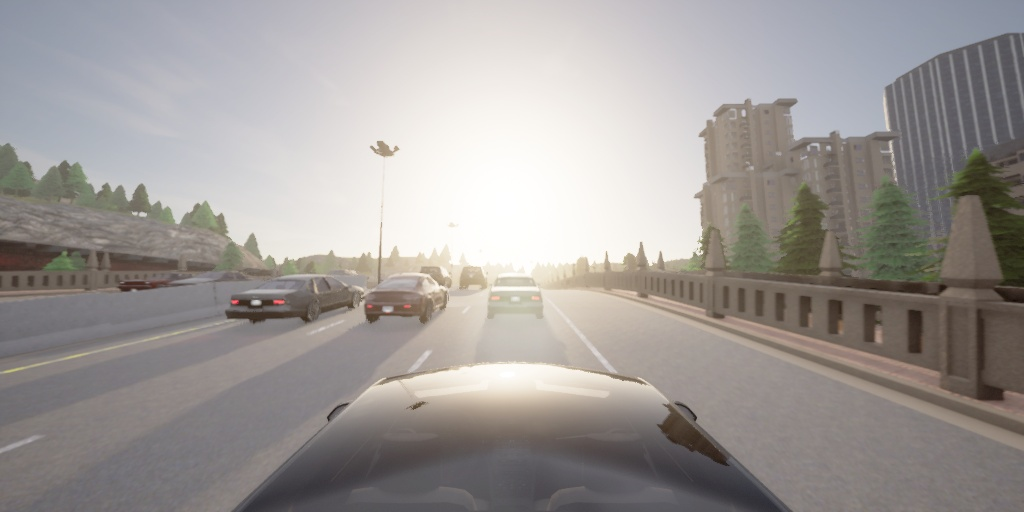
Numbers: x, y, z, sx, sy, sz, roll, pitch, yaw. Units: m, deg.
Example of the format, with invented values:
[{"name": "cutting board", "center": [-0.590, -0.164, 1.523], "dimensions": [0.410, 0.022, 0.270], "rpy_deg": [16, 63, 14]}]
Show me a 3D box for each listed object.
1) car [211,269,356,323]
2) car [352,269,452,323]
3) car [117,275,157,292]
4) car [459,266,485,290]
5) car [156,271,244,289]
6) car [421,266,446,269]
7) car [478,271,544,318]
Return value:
[{"name": "car", "center": [-6.898, 1.336, 12.178], "dimensions": [2.033, 1.411, 5.357], "rpy_deg": [0, -1, 0]}, {"name": "car", "center": [-3.412, 1.314, 12.147], "dimensions": [1.812, 1.442, 4.674], "rpy_deg": [0, -1, 0]}, {"name": "car", "center": [-21.096, 1.683, 22.190], "dimensions": [1.895, 1.301, 4.718], "rpy_deg": [0, -3, 0]}, {"name": "car", "center": [-3.395, 2.003, 32.504], "dimensions": [2.150, 2.045, 5.566], "rpy_deg": [0, -5, 0]}, {"name": "car", "center": [-17.597, 1.602, 21.611], "dimensions": [2.033, 1.411, 5.357], "rpy_deg": [0, -3, 0]}, {"name": "car", "center": [-6.895, 2.002, 32.487], "dimensions": [2.150, 2.045, 5.566], "rpy_deg": [0, -5, 0]}, {"name": "car", "center": [0.102, 1.347, 13.060], "dimensions": [2.033, 1.411, 5.357], "rpy_deg": [0, -1, 0]}]
